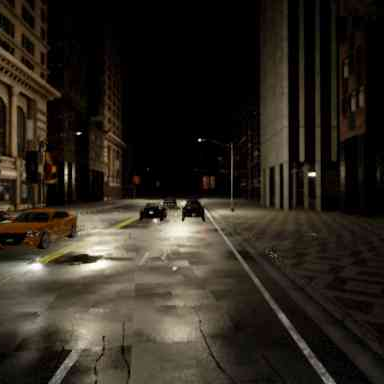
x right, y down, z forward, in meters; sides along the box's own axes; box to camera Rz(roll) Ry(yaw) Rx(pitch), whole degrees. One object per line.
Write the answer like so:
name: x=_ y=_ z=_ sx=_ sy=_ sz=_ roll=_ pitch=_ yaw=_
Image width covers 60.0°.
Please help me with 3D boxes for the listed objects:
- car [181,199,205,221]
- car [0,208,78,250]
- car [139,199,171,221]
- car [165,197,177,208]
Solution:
car: x=0.109 y=1.533 z=27.262 sx=1.812 sy=1.442 sz=4.674 roll=0 pitch=0 yaw=0
car: x=-6.586 y=1.483 z=14.524 sx=1.882 sy=1.535 sz=5.008 roll=0 pitch=0 yaw=0
car: x=-3.145 y=1.572 z=27.693 sx=1.994 sy=1.385 sz=4.181 roll=0 pitch=0 yaw=0
car: x=-3.141 y=1.494 z=47.634 sx=2.128 sy=1.511 sz=4.902 roll=0 pitch=0 yaw=0
